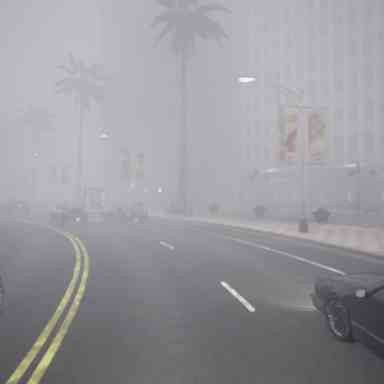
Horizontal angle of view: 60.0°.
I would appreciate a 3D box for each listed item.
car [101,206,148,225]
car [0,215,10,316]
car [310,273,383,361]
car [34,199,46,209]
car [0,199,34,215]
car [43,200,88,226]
[{"bbox_3d":[-5.239,1.685,25.140,1.895,1.301,4.718,0,0,-37],"label":"car"},{"bbox_3d":[-4.170,1.389,4.095,2.097,1.767,4.553,0,0,-10],"label":"car"},{"bbox_3d":[3.250,1.532,3.460,2.033,1.411,5.357,0,0,-6],"label":"car"},{"bbox_3d":[-22.707,1.731,49.495,2.231,1.521,4.892,0,0,-42],"label":"car"},{"bbox_3d":[-19.295,1.552,36.099,2.097,1.767,4.553,0,0,-42],"label":"car"},{"bbox_3d":[-9.231,1.615,24.548,1.837,1.490,4.892,0,0,-37],"label":"car"}]
